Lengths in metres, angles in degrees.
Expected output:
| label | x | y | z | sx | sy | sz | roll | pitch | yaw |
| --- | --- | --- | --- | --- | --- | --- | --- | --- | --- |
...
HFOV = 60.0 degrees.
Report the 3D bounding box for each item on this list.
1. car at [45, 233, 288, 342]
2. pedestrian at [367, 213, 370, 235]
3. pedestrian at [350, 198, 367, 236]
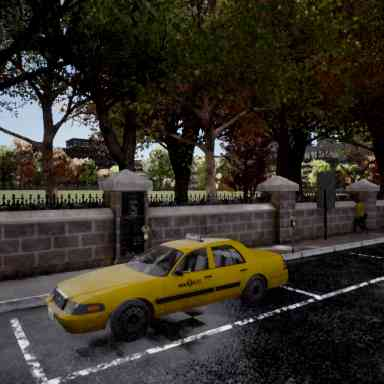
| label | x | y | z | sx | sy | sz | roll | pitch | yaw |
| --- | --- | --- | --- | --- | --- | --- | --- | --- | --- |
| car | -0.180 | 1.525 | 6.440 | 4.829 | 1.417 | 1.752 | 0 | 0 | -36 |
| pedestrian | 8.520 | 1.141 | 16.545 | 0.375 | 1.860 | 0.375 | 0 | 0 | -36 |
| pedestrian | 8.034 | 1.143 | 16.058 | 0.375 | 1.860 | 0.375 | 0 | 0 | -36 |
